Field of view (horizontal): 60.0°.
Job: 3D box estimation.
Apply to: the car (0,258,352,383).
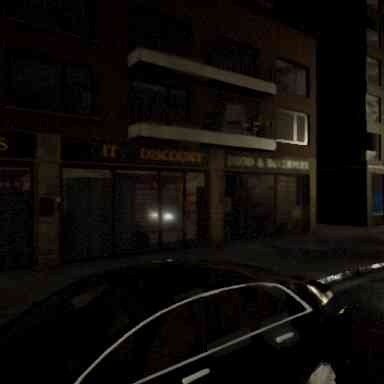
[{"bbox_3d":[-0.437,1.499,3.058,4.892,1.490,1.837,0,0,-36],"label":"car"}]
